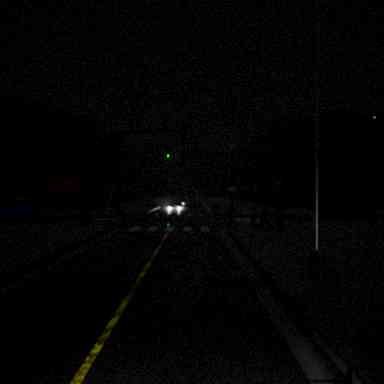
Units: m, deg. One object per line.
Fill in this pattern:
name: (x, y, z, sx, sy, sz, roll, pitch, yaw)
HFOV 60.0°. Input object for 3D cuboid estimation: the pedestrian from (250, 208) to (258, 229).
pedestrian: (3.434, 1.090, 18.476, 0.375, 1.860, 0.375, 0, 0, 0)

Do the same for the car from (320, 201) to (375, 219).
car: (12.359, 1.445, 26.912, 4.403, 1.369, 2.008, 0, 0, 0)

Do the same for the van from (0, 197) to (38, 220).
van: (-14.644, 1.304, 26.882, 3.998, 1.788, 1.690, 0, 0, 0)

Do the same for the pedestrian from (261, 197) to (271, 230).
pedestrian: (3.928, 1.090, 17.874, 0.375, 1.860, 0.375, 0, 0, 0)

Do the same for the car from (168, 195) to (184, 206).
car: (-2.641, 1.498, 50.833, 1.895, 1.301, 4.718, 0, 0, 0)

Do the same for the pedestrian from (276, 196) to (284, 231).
pedestrian: (4.570, 1.089, 17.271, 0.375, 1.860, 0.375, 0, 0, 0)
